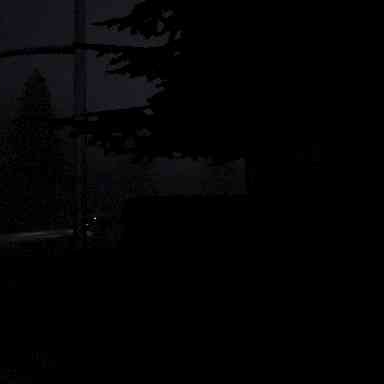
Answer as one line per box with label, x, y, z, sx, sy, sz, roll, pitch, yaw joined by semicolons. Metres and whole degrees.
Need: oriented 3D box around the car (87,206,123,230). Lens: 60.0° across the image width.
car;-4.909;1.586;21.312;1.895;1.301;4.718;0;0;36
